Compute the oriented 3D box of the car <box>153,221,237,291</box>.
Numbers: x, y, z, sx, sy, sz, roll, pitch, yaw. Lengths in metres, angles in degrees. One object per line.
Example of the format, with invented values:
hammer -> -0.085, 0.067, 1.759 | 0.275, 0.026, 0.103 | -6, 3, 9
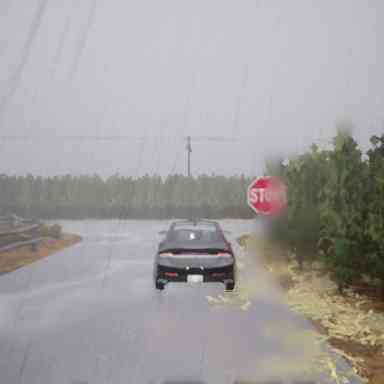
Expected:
car -> 0.081, 1.525, 9.084 | 2.128, 1.511, 4.902 | 0, 0, 0
